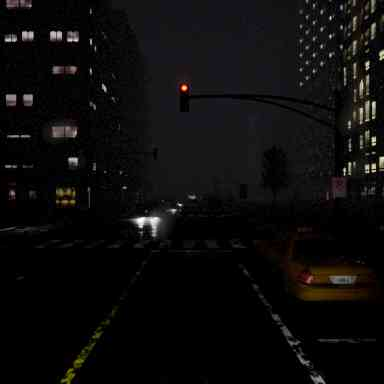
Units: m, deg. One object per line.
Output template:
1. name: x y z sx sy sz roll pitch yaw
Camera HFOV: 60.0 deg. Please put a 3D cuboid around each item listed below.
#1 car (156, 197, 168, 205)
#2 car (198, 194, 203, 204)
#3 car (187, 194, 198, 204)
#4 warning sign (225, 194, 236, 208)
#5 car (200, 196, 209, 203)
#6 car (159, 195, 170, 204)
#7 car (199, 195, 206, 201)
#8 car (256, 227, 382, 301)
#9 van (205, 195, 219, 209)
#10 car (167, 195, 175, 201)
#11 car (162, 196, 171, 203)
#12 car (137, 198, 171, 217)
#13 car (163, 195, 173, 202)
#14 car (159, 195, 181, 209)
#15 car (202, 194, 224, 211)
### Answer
1. car: -5.642 1.591 62.587 1.887 1.381 4.507 0 0 0
2. car: 2.737 1.361 62.581 2.192 1.841 5.009 0 0 0
3. car: 0.157 1.655 66.794 1.895 1.301 4.718 0 0 0
4. warning sign: 5.109 1.135 43.730 1.300 1.860 1.060 0 0 0
5. car: 2.747 1.611 73.635 1.887 1.381 4.507 0 0 0
6. car: -5.638 1.496 68.115 1.967 1.590 4.097 0 0 0
7. car: 2.761 1.624 90.385 1.752 1.417 4.829 0 0 0
8. car: 2.694 1.526 8.232 1.752 1.417 4.829 0 0 0
9. van: 2.724 1.363 46.001 1.690 1.788 3.998 0 0 0
10. car: -5.619 1.624 90.052 1.752 1.417 4.829 0 0 0
11. car: -5.633 1.648 73.642 1.802 1.307 4.206 0 0 0
12. car: -3.714 1.575 31.639 1.994 1.385 4.181 0 0 10
13. car: -5.629 1.516 79.168 1.967 1.590 4.097 0 0 0
14. car: -3.061 1.569 45.792 2.033 1.411 5.357 0 0 0
15. car: 2.720 1.332 40.475 2.192 1.841 5.009 0 0 0
